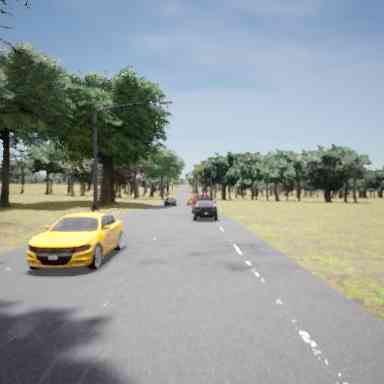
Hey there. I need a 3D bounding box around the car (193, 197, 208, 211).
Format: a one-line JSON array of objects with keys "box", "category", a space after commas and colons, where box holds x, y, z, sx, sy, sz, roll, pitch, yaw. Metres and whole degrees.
[{"box": [1.044, 1.501, 42.965, 1.882, 1.535, 5.008, 0, 0, 0], "category": "car"}]

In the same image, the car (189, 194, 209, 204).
[{"box": [1.045, 1.212, 36.993, 2.150, 2.045, 5.566, 0, 0, 0], "category": "car"}]

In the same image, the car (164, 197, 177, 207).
[{"box": [-3.561, 1.588, 54.653, 1.882, 1.535, 5.008, 0, 0, 0], "category": "car"}]

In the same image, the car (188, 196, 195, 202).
[{"box": [-0.089, 1.680, 82.177, 1.812, 1.442, 4.674, 0, -1, 0], "category": "car"}]

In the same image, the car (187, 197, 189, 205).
[{"box": [-0.010, 1.643, 61.435, 1.882, 1.535, 5.008, 0, 0, 0], "category": "car"}]

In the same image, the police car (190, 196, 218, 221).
[{"box": [1.046, 1.378, 27.069, 1.930, 1.638, 5.238, 0, 0, 0], "category": "police car"}]

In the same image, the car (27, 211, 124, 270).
[{"box": [-3.602, 1.434, 11.108, 1.882, 1.535, 5.008, 0, 0, 0], "category": "car"}]
